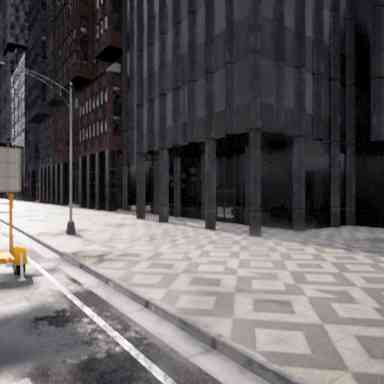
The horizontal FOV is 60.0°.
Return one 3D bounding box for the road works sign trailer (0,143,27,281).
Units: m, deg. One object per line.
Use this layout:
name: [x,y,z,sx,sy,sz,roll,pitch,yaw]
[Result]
road works sign trailer: [-5.881,0.436,8.893,2.380,3.560,2.880,0,0,-36]
